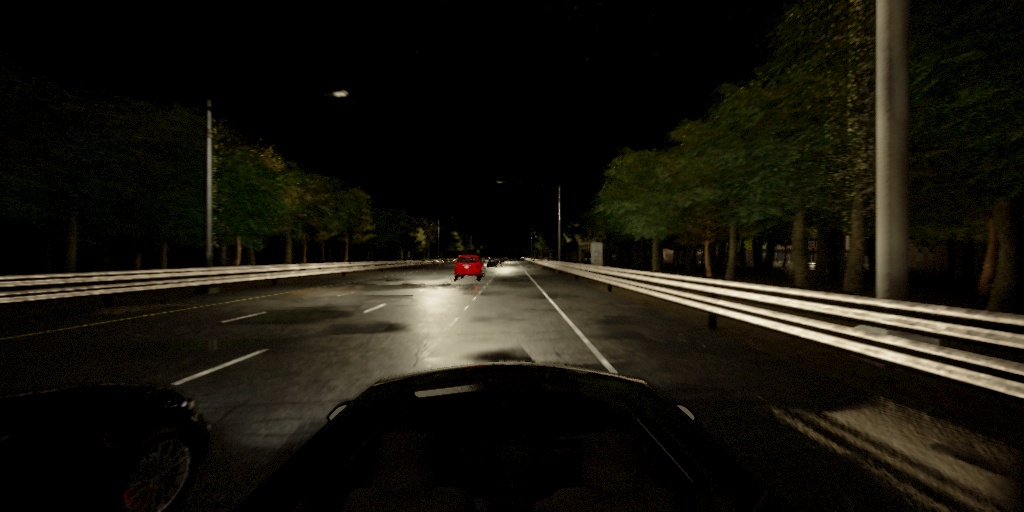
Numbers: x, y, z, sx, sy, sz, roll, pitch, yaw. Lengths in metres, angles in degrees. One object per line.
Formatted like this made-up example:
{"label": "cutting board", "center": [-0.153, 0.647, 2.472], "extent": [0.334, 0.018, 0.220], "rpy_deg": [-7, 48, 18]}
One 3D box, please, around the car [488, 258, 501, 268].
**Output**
{"label": "car", "center": [-3.529, 1.333, 64.388], "extent": [2.033, 1.411, 5.357], "rpy_deg": [0, 0, 0]}

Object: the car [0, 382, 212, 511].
{"label": "car", "center": [-3.502, 1.275, 1.109], "extent": [1.812, 1.442, 4.674], "rpy_deg": [0, 0, 0]}

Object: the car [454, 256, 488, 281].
{"label": "car", "center": [-3.517, 0.980, 30.340], "extent": [2.150, 2.045, 5.566], "rpy_deg": [0, 0, 0]}
